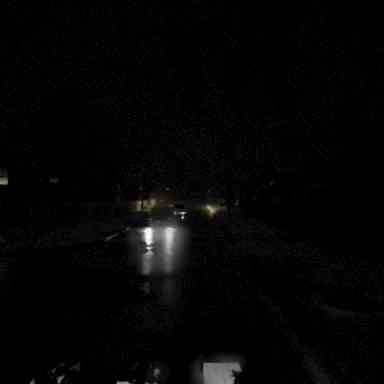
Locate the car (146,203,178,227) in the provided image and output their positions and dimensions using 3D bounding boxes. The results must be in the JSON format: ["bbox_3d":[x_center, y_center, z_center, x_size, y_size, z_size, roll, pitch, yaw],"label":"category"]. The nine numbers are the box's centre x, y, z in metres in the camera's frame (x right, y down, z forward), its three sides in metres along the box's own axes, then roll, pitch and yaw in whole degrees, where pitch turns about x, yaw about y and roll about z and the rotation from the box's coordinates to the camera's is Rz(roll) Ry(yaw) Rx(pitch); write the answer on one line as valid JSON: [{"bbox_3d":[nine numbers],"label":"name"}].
[{"bbox_3d":[-2.385,1.898,26.148,1.837,1.490,4.892,0,0,1],"label":"car"}]

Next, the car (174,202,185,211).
[{"bbox_3d":[-2.047,2.138,51.824,1.895,1.301,4.718,0,-1,1],"label":"car"}]
